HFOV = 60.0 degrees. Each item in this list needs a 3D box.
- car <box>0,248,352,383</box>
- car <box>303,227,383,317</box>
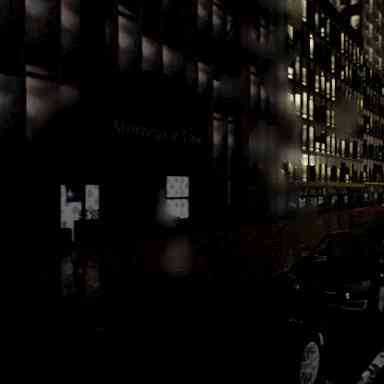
[{"bbox_3d":[-0.195,1.545,3.310,1.887,1.381,4.507,-1,0,43],"label":"car"},{"bbox_3d":[3.698,1.548,7.451,2.008,1.369,4.403,-1,0,43],"label":"car"}]
